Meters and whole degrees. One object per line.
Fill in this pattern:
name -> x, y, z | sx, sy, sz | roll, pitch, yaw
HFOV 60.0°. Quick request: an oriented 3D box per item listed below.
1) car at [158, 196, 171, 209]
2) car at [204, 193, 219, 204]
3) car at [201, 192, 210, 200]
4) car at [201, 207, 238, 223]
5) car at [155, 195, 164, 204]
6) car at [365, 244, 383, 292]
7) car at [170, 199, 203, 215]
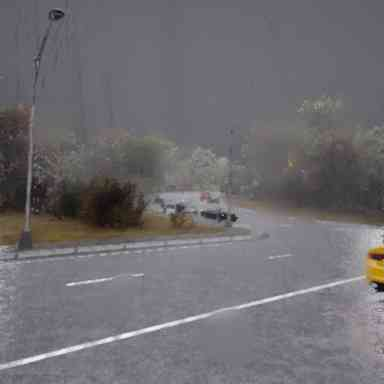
car -> -3.533, 1.821, 50.989 | 1.994, 1.385, 4.181 | 3, 1, -14
car -> 4.249, 1.621, 67.158 | 1.837, 1.490, 4.892 | 2, 2, -7
car -> 3.200, 0.916, 77.280 | 2.150, 2.045, 5.566 | 2, 2, -1
car -> 2.654, 2.219, 32.607 | 1.895, 1.301, 4.718 | 3, -1, -23
car -> -5.673, 1.332, 61.210 | 1.882, 1.535, 5.008 | 2, 2, -10
car -> 6.285, 1.685, 8.236 | 5.008, 1.535, 1.882 | 2, -1, -35
car -> -0.695, 2.007, 41.406 | 2.128, 1.511, 4.902 | 3, 0, -19
